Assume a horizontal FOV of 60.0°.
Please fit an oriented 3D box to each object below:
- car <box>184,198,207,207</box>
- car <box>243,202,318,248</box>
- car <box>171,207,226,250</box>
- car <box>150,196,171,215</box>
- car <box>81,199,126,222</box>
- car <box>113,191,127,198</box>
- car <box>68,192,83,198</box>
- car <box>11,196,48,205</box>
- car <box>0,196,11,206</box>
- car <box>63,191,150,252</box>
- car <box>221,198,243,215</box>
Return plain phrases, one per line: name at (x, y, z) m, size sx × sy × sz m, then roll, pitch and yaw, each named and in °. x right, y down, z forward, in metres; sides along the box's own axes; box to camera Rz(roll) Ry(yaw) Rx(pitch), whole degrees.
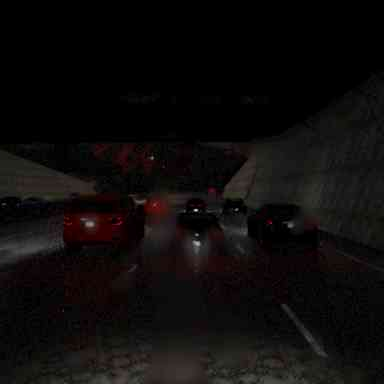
car at (0.355, 1.304, 30.961) m, size 1.837 × 1.490 × 4.892 m, roll 0°, pitch 1°, yaw 1°
car at (3.706, 1.262, 14.430) m, size 2.097 × 1.767 × 4.553 m, roll 0°, pitch 0°, yaw 1°
car at (0.202, 1.510, 13.928) m, size 1.895 × 1.301 × 4.718 m, roll 0°, pitch 0°, yaw 1°
car at (-3.149, 1.148, 30.669) m, size 2.097 × 1.767 × 4.553 m, roll 0°, pitch 0°, yaw 1°
car at (-6.703, 1.370, 25.873) m, size 2.033 × 1.411 × 5.357 m, roll 0°, pitch 0°, yaw 1°
car at (-16.783, 0.557, 77.734) m, size 2.097 × 1.767 × 4.553 m, roll 0°, pitch 0°, yaw 1°
car at (-27.279, 0.671, 78.222) m, size 1.812 × 1.442 × 4.674 m, roll 0°, pitch 0°, yaw 1°
car at (-17.283, 1.266, 36.217) m, size 1.812 × 1.442 × 4.674 m, roll 0°, pitch 0°, yaw 1°
car at (-20.764, 1.230, 37.770) m, size 1.837 × 1.490 × 4.892 m, roll 0°, pitch 0°, yaw 1°
car at (-3.300, 1.128, 13.516) m, size 2.150 × 2.045 × 5.566 m, roll 0°, pitch 0°, yaw 1°
car at (3.855, 1.296, 30.887) m, size 2.128 × 1.511 × 4.902 m, roll 0°, pitch 0°, yaw 1°
